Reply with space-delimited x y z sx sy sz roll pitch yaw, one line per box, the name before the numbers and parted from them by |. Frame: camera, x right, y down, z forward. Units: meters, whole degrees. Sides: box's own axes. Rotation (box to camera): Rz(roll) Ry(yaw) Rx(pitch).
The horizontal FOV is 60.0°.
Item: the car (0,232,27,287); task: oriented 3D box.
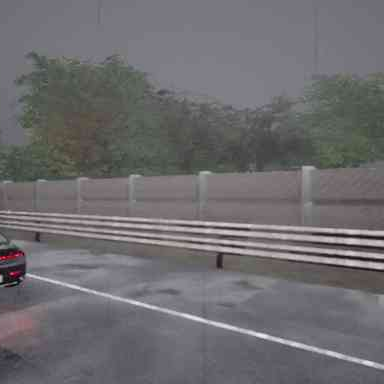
car | -6.029 1.578 8.289 4.892 1.490 1.837 0 0 35
